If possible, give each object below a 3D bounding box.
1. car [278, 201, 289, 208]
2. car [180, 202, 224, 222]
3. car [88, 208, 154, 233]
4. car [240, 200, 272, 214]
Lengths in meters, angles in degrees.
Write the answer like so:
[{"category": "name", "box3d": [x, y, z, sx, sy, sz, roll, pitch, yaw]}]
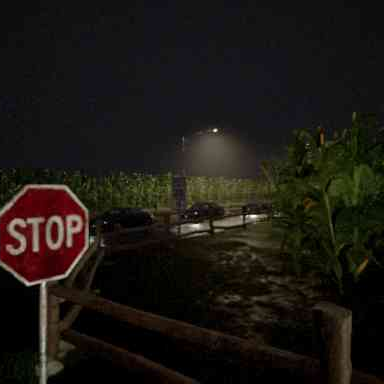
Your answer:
[{"category": "car", "box3d": [12.609, 1.361, 42.737, 1.882, 1.535, 5.008, 0, 0, 36]}, {"category": "car", "box3d": [0.885, 1.533, 26.435, 1.812, 1.442, 4.674, 0, 0, 35]}, {"category": "car", "box3d": [-4.135, 1.628, 19.433, 1.994, 1.385, 4.181, 0, 0, 35]}, {"category": "car", "box3d": [6.691, 1.508, 34.533, 1.994, 1.385, 4.181, 0, 0, 36]}]
